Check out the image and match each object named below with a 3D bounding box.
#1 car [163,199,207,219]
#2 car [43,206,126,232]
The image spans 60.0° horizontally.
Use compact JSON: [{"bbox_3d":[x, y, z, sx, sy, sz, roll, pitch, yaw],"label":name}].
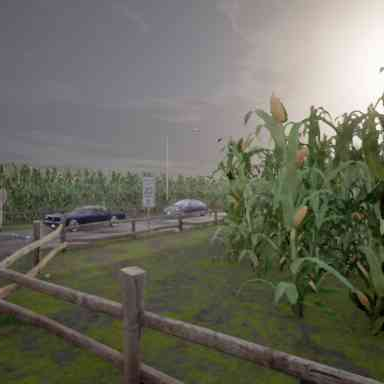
[{"bbox_3d":[-0.474,1.357,27.937,1.812,1.442,4.674,0,1,35],"label":"car"},{"bbox_3d":[-6.258,1.497,19.788,1.895,1.301,4.718,0,1,34],"label":"car"}]
